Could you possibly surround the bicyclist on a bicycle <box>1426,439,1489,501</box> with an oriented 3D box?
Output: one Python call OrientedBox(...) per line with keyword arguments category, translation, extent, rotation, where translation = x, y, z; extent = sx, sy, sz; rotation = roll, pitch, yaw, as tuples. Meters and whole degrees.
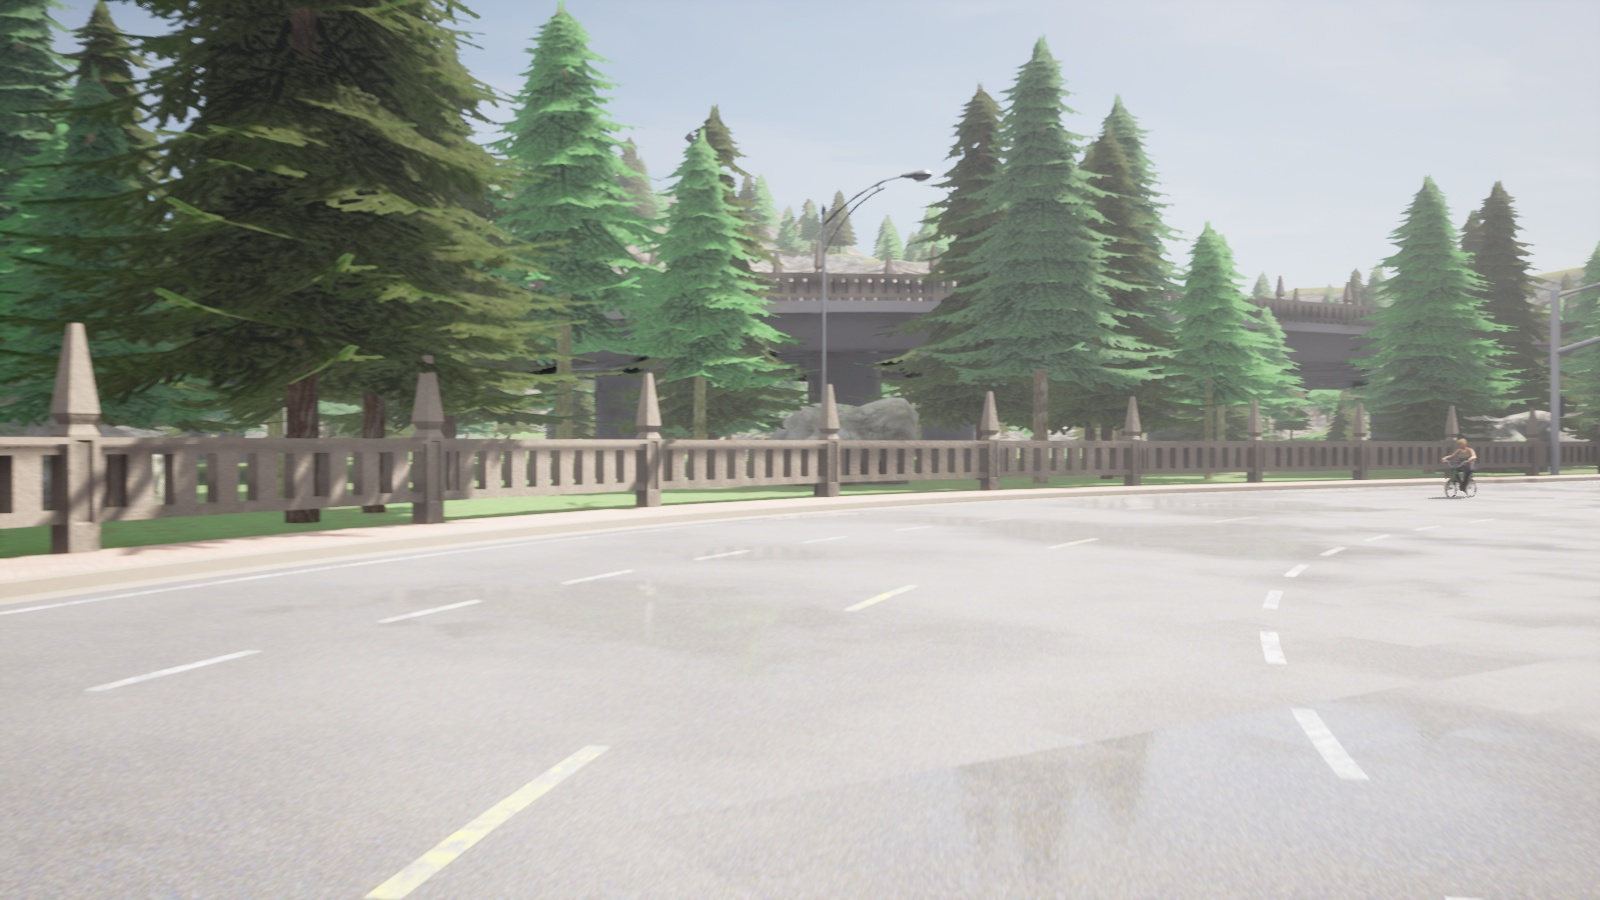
OrientedBox(category="bicyclist on a bicycle", translation=(17.743, 0.525, 33.901), extent=(1.509, 1.612, 0.866), rotation=(0, 0, -33))
